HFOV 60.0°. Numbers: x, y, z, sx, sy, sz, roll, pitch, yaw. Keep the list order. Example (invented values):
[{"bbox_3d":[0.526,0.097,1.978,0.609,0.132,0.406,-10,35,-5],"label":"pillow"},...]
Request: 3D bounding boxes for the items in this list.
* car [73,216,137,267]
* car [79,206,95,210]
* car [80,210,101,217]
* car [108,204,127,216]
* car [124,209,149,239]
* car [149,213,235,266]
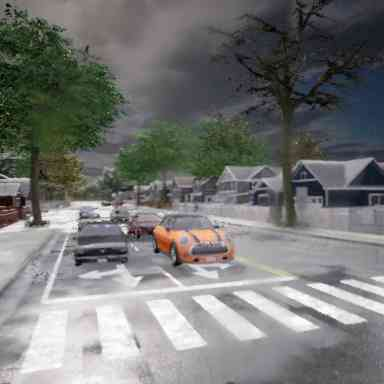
[{"bbox_3d":[-3.604,1.913,13.299,2.033,1.411,5.357,0,-2,-16],"label":"car"},{"bbox_3d":[-14.358,2.670,45.694,1.882,1.535,5.008,0,-1,-18],"label":"car"},{"bbox_3d":[-8.015,2.381,26.389,1.895,1.301,4.718,0,-1,-19],"label":"car"},{"bbox_3d":[-7.523,2.462,35.226,1.837,1.490,4.892,0,0,-18],"label":"car"},{"bbox_3d":[-2.941,2.083,21.469,1.882,1.535,5.008,0,-2,-18],"label":"car"},{"bbox_3d":[-0.087,1.667,12.920,2.097,1.767,4.553,0,-2,-19],"label":"car"}]
